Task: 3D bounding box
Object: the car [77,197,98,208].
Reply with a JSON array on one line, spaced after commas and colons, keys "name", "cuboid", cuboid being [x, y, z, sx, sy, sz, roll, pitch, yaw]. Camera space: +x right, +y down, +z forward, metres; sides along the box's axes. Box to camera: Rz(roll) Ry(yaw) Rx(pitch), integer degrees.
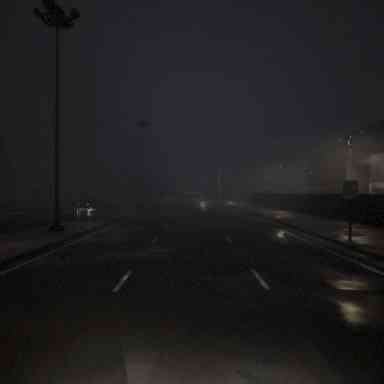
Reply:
[{"name": "car", "cuboid": [-14.818, 1.571, 47.557, 1.837, 1.490, 4.892, 0, 2, 0]}]
